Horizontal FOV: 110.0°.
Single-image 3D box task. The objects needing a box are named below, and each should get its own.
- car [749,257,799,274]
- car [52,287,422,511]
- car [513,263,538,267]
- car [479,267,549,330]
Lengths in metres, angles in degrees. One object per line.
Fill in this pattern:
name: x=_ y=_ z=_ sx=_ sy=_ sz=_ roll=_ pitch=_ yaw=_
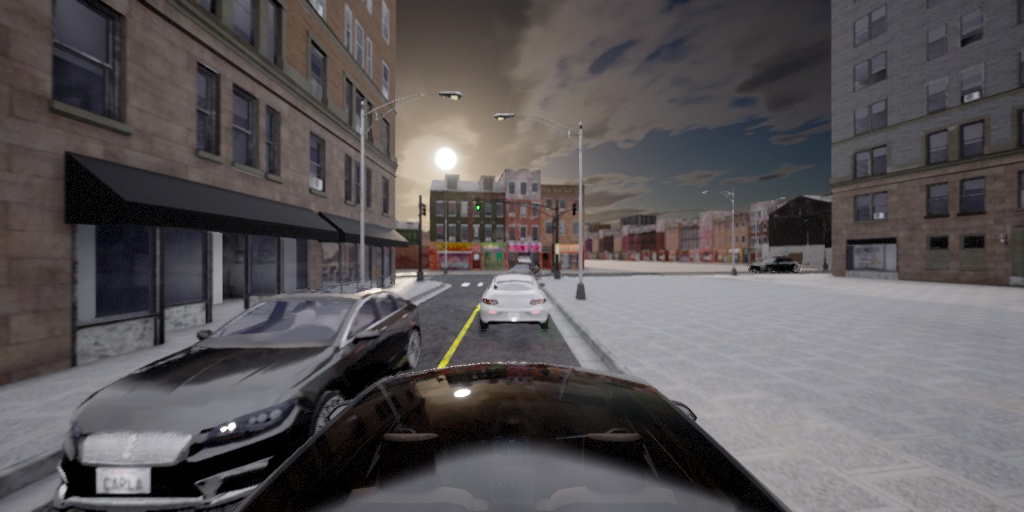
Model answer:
car: x=27.364 y=0.904 z=37.553 sx=4.553 sy=1.767 sz=2.097 roll=0 pitch=0 yaw=-9
car: x=-2.596 y=1.229 z=4.845 sx=2.128 sy=1.511 sz=4.902 roll=0 pitch=0 yaw=0
car: x=0.990 y=1.218 z=27.370 sx=1.994 sy=1.385 sz=4.181 roll=0 pitch=0 yaw=16
car: x=0.063 y=1.240 z=10.850 sx=1.812 sy=1.442 sz=4.674 roll=0 pitch=0 yaw=0
